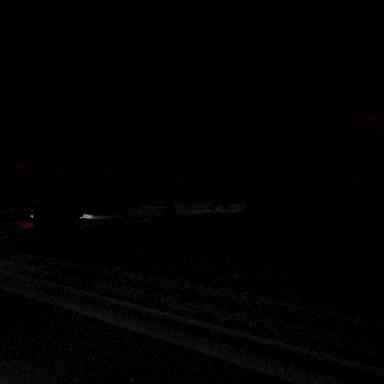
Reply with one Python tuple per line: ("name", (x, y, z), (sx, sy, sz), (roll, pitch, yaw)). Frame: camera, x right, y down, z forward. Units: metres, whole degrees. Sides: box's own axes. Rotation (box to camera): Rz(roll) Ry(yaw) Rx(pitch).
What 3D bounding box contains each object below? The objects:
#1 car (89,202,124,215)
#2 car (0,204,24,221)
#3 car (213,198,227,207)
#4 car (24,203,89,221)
("car", (-10.560, 1.893, 39.625), (2.033, 1.411, 5.357), (-1, 0, 34))
("car", (-16.319, 1.868, 31.057), (1.812, 1.442, 4.674), (-1, 0, 34))
("car", (4.915, 1.826, 57.512), (1.837, 1.490, 4.892), (-1, 0, 14))
("car", (-12.305, 1.806, 30.440), (1.837, 1.490, 4.892), (-1, 0, 34))
